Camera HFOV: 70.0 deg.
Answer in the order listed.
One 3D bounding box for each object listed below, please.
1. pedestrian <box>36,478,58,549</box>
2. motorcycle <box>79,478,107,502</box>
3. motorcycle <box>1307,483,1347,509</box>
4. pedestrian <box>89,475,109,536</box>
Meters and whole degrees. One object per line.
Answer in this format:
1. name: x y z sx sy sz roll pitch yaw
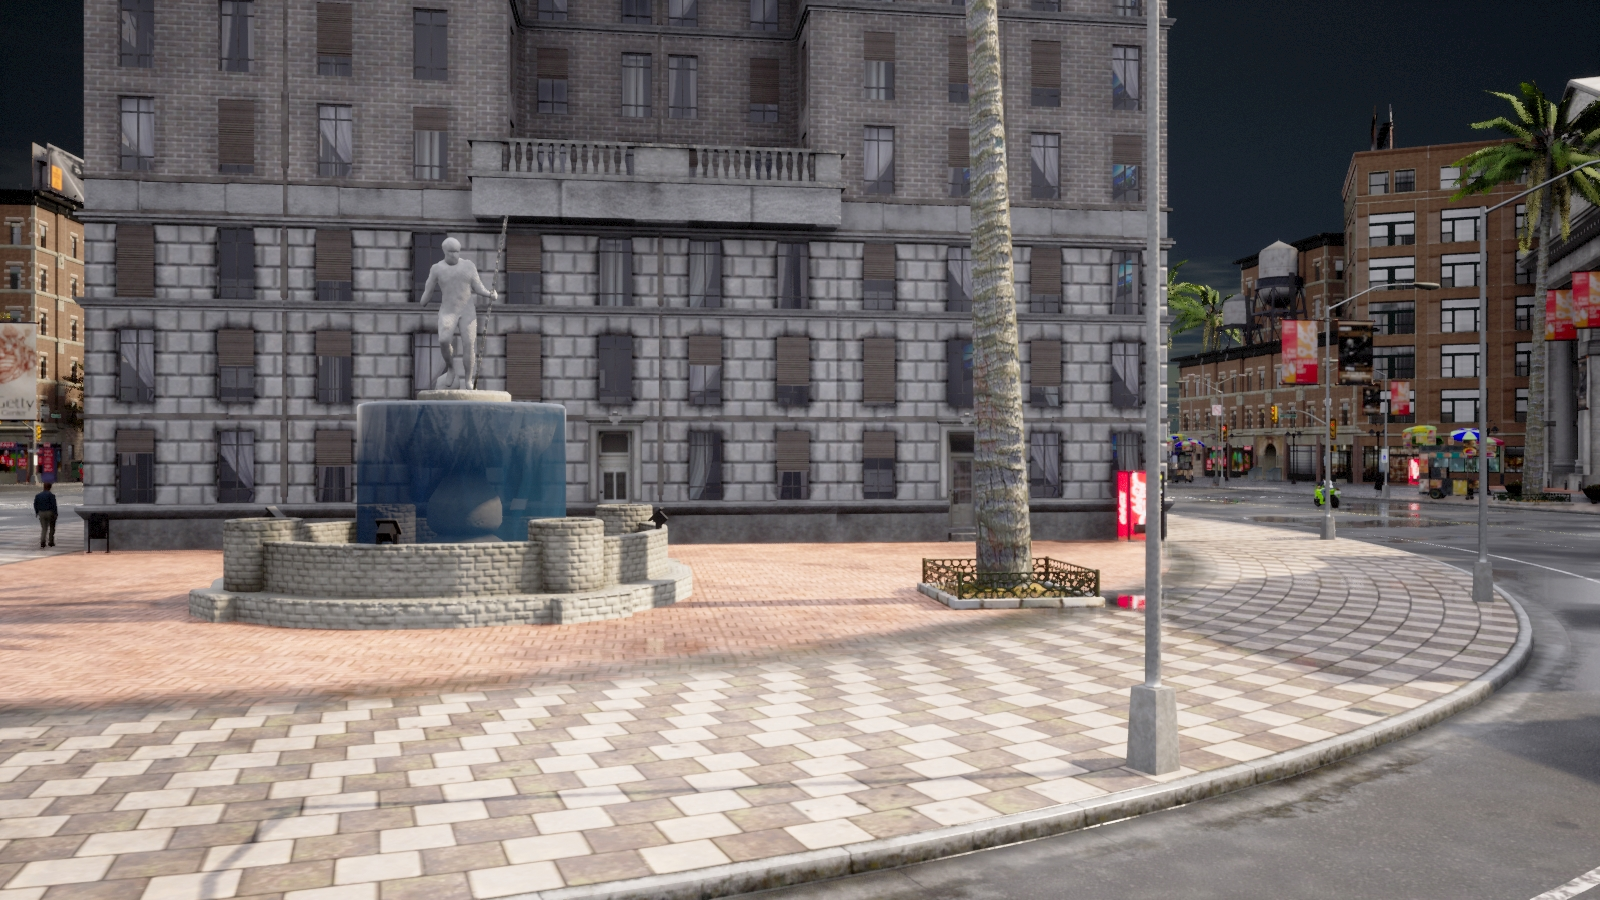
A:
1. pedestrian: -20.107 1.696 30.508 0.375 1.860 0.375 0 0 -14
2. motorcycle: -38.988 2.205 63.033 0.867 1.251 2.209 0 0 -20
3. motorcycle: 25.547 2.213 55.422 0.803 1.145 2.033 0 0 -7
4. pedestrian: -21.651 1.697 35.277 0.375 1.860 0.375 0 0 4
